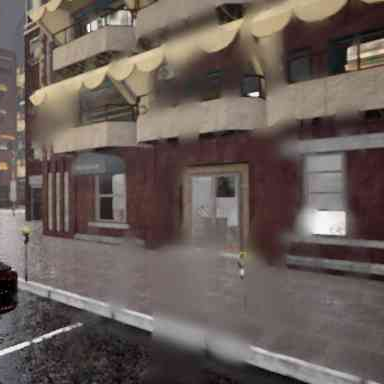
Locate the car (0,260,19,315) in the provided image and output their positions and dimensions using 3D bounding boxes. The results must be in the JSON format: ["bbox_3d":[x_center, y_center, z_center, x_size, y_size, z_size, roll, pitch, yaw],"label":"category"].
[{"bbox_3d":[-4.981,1.574,6.291,4.313,1.339,1.947,0,-1,36],"label":"car"}]
